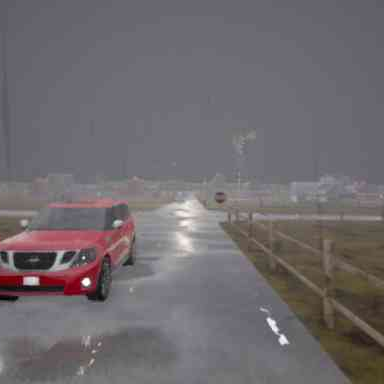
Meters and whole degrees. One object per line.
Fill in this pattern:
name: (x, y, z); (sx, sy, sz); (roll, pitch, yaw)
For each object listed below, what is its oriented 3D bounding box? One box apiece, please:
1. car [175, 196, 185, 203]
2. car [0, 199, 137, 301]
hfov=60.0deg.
car: (-2.719, 1.627, 74.925); (2.097, 1.767, 4.553); (0, 0, 0)
car: (-2.839, 1.223, 8.647); (2.150, 2.045, 5.566); (0, 0, 0)
